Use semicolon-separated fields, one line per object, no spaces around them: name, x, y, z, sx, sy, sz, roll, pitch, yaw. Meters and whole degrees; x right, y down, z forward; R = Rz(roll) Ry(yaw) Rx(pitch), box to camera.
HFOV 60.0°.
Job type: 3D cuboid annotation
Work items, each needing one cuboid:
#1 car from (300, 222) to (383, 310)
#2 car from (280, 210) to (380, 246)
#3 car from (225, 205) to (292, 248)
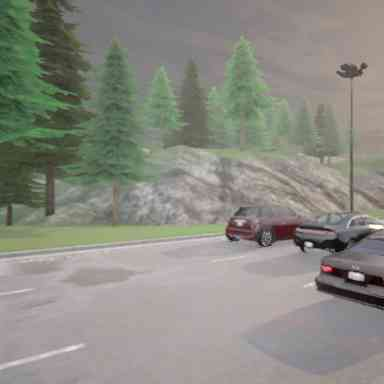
car;4.986;1.550;7.372;5.357;1.411;2.033;0;0;-35
car;5.782;1.494;12.207;4.902;1.511;2.128;0;0;-35
car;3.734;1.354;15.046;4.553;1.767;2.097;0;0;-35
